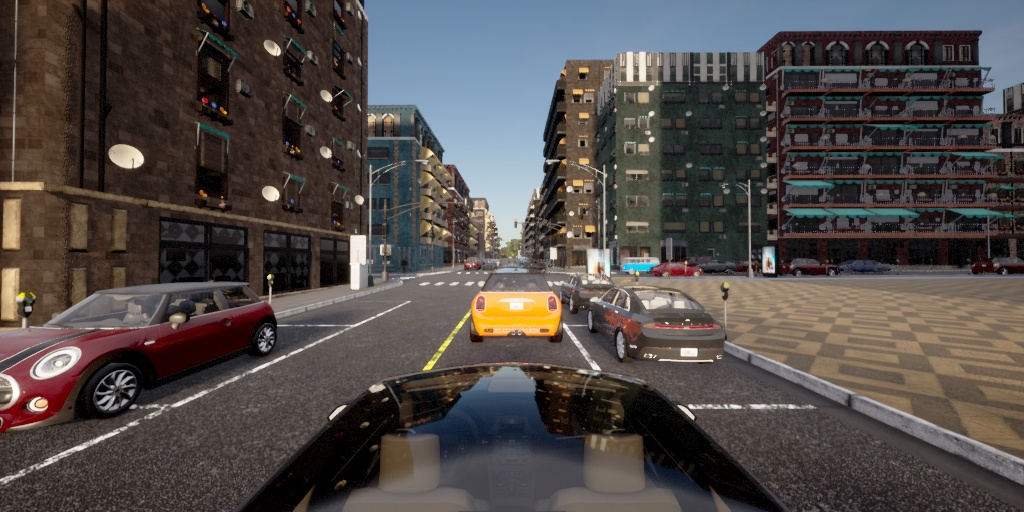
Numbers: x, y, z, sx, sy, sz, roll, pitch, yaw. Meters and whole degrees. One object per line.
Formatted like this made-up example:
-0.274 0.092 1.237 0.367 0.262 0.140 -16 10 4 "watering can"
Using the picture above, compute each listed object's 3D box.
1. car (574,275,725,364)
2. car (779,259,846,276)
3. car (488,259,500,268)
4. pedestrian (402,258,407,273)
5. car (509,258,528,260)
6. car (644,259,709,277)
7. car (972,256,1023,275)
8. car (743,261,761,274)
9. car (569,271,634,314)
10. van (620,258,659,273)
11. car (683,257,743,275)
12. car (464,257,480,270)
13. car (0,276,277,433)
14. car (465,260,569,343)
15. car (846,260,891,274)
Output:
2.821 1.302 7.906 2.007 1.370 4.403 0 0 0 "car"
24.765 0.935 30.022 4.097 1.591 1.967 0 0 0 "car"
-3.076 1.298 60.957 1.812 1.442 4.674 0 0 0 "car"
-12.526 1.097 41.635 0.375 1.860 0.375 0 0 0 "pedestrian"
1.749 1.314 39.967 1.837 1.490 4.892 -4 2 -42 "car"
13.710 1.162 30.102 4.207 1.307 1.802 0 0 0 "car"
41.346 0.811 29.902 4.097 1.591 1.967 0 0 0 "car"
24.828 1.165 38.402 4.507 1.381 1.888 0 0 0 "car"
2.821 1.304 13.476 2.007 1.370 4.403 0 0 0 "car"
13.773 1.046 38.482 3.998 1.789 1.690 0 0 0 "van"
19.727 1.113 35.860 4.902 1.511 2.128 0 -1 0 "car"
-5.686 1.083 51.710 2.192 1.841 5.009 0 0 0 "car"
-5.819 1.191 5.671 1.967 1.591 4.097 0 0 0 "car"
0.098 1.104 9.886 2.097 1.767 4.553 0 0 0 "car"
34.361 1.056 35.748 5.357 1.411 2.033 0 -1 1 "car"
